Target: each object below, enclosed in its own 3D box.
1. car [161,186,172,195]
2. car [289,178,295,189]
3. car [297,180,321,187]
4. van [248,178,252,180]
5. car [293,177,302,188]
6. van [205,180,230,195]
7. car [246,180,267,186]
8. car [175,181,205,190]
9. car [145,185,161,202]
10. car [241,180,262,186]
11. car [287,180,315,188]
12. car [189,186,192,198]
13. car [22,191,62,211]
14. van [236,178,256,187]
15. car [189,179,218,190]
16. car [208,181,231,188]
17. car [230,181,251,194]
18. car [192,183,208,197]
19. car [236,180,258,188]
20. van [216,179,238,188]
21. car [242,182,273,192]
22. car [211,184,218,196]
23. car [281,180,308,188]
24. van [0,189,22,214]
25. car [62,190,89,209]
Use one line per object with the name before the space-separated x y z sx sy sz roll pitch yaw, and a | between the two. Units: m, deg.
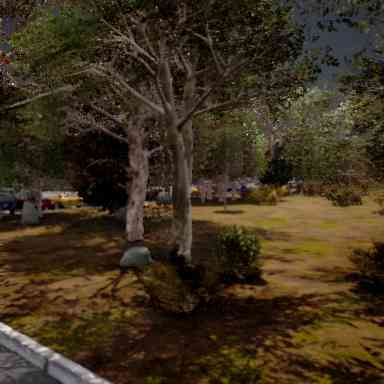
car | -4.419 0.032 37.939 4.553 1.767 2.185 2 4 39
car | 16.503 -1.315 63.820 5.008 1.535 2.097 2 4 39
car | 26.996 -2.046 76.740 4.792 1.488 2.163 2 4 39
van | 11.014 -2.219 78.002 4.442 1.987 1.878 2 4 39
car | 18.220 -1.689 65.984 5.566 2.045 2.435 2 4 39
van | 2.627 -0.558 46.500 4.442 1.987 1.878 2 4 39
car | 16.394 -2.343 84.474 4.674 1.452 2.002 2 4 39
car | -0.247 -1.135 56.371 2.033 1.411 5.357 2 4 39
car | -6.183 0.280 35.806 5.008 1.535 2.097 2 4 39
car | 14.653 -2.218 82.274 4.792 1.488 2.163 2 4 39
car | 23.625 -1.811 72.328 5.366 1.575 1.946 2 4 39
car | -2.699 0.073 40.123 4.674 1.452 2.002 2 4 39
car | -13.145 0.807 27.175 4.792 1.488 2.163 2 4 39
van | 12.957 -2.342 80.030 4.442 1.987 1.878 2 4 39
car | 2.267 -1.623 67.060 5.566 2.045 2.435 2 4 39
car | 5.819 -1.578 71.408 4.674 1.452 2.002 2 4 39
car | 6.005 -0.552 50.913 4.792 1.488 2.163 2 4 39
car | -0.957 -0.090 42.277 5.008 1.535 2.097 2 4 39
car | 9.374 -0.833 55.321 5.366 1.575 1.946 2 4 39
van | 7.668 -1.964 73.500 4.442 1.987 1.878 2 4 39
car | 11.286 -0.918 57.342 4.792 1.488 2.163 2 4 39
car | 0.791 -0.173 44.435 4.674 1.452 2.002 2 4 39
car | 21.731 -1.685 70.292 5.008 1.535 2.097 2 4 39
van | -15.005 0.673 25.100 4.442 1.987 1.878 2 4 39
car | -11.566 0.645 29.464 5.366 1.575 1.946 2 4 39
